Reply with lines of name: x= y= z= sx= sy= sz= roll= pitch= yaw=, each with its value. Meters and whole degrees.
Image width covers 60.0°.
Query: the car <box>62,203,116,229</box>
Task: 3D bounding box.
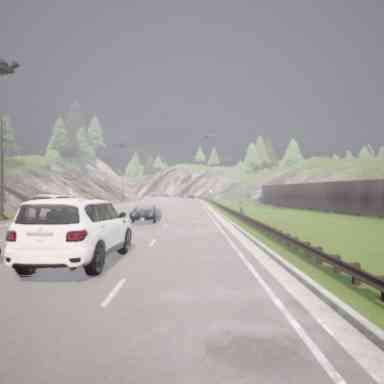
car: x=-6.961 y=1.553 z=23.104 sx=2.033 sy=1.411 sz=5.357 roll=0 pitch=0 yaw=1

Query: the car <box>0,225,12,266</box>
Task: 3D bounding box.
car: x=-6.960 y=1.550 z=8.117 sx=2.033 sy=1.411 sz=5.357 roll=0 pitch=0 yaw=1

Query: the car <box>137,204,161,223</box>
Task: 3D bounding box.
car: x=-3.442 y=1.606 z=25.408 sx=1.895 sy=1.301 sz=4.718 roll=0 pitch=0 yaw=0

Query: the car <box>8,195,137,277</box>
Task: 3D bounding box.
car: x=-3.454 y=1.222 z=10.437 sx=2.150 sy=2.045 sz=5.566 roll=0 pitch=0 yaw=2
